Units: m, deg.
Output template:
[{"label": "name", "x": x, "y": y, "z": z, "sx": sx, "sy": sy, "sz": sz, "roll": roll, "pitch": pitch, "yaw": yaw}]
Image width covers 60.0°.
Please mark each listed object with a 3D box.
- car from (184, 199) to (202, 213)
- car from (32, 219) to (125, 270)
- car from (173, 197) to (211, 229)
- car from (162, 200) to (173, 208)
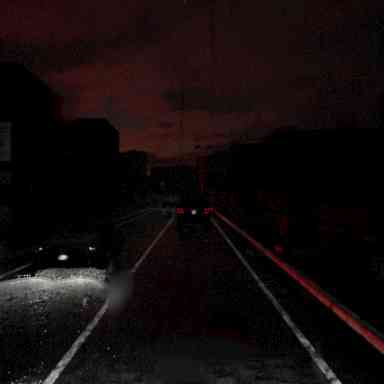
[{"label": "car", "x": 0.101, "y": 1.714, "z": 41.760, "sx": 2.128, "sy": 1.511, "sz": 4.902, "roll": 0, "pitch": 0, "yaw": 0}, {"label": "car", "x": -3.536, "y": 1.613, "z": 11.120, "sx": 1.994, "sy": 1.385, "sz": 4.181, "roll": 0, "pitch": 0, "yaw": 0}, {"label": "car", "x": 0.110, "y": 1.334, "z": 22.763, "sx": 2.150, "sy": 2.045, "sz": 5.566, "roll": 0, "pitch": 0, "yaw": 0}, {"label": "car", "x": -3.587, "y": 1.838, "z": 51.800, "sx": 1.895, "sy": 1.301, "sz": 4.718, "roll": 0, "pitch": 0, "yaw": 0}]
